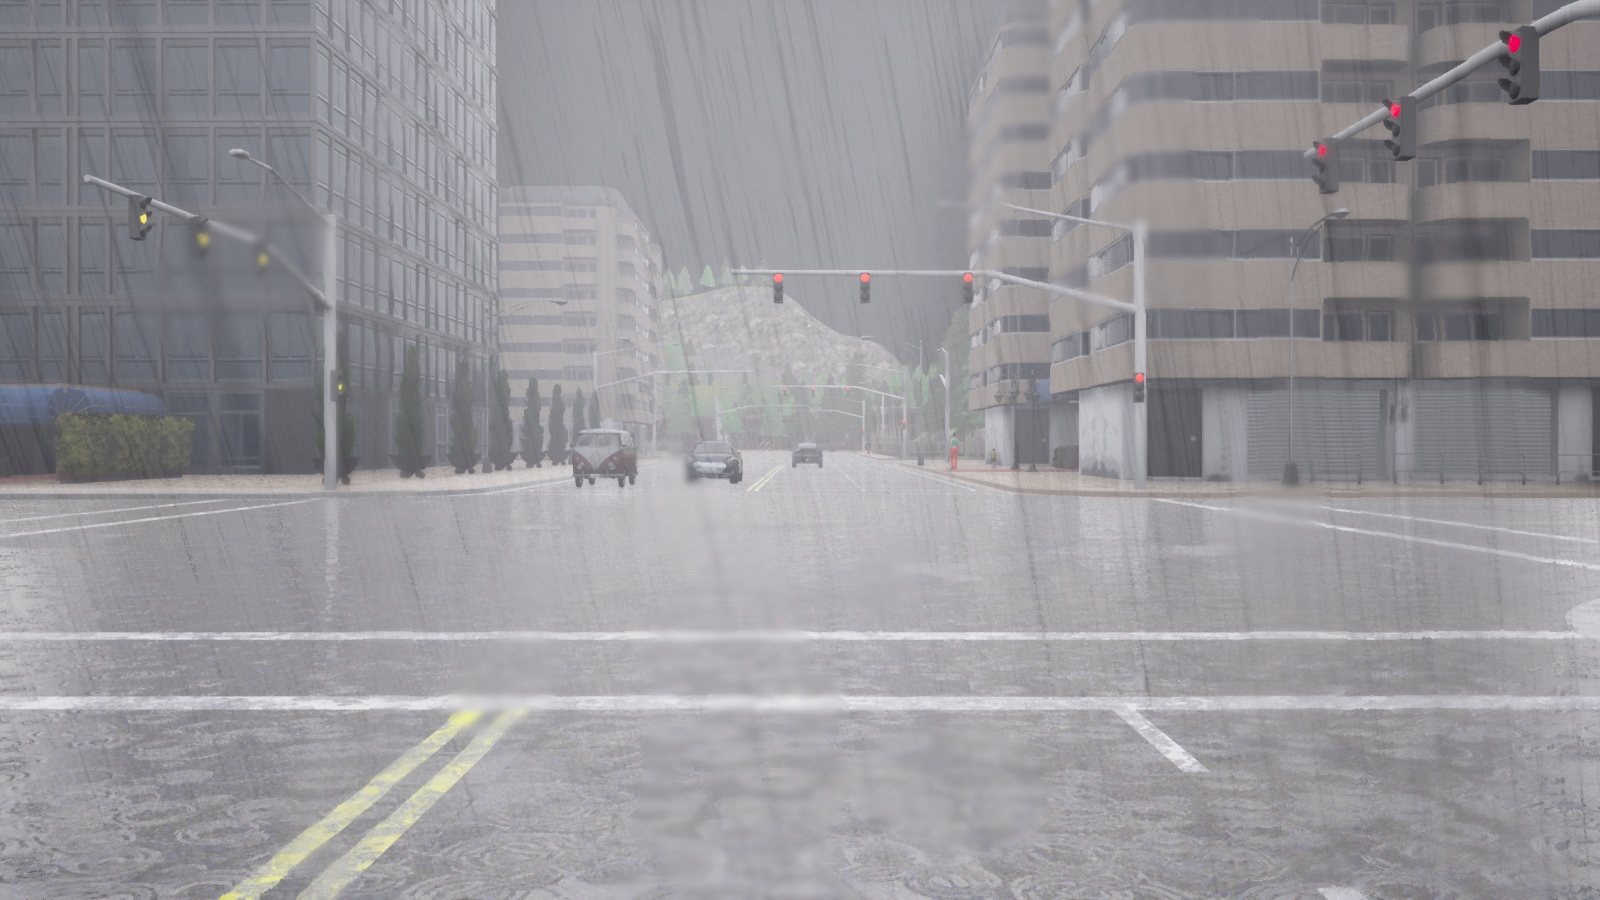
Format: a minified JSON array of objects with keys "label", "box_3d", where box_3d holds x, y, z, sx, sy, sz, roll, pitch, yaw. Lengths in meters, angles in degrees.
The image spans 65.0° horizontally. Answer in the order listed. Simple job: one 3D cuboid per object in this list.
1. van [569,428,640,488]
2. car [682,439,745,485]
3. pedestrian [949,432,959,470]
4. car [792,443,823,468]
[{"label":"van","box_3d":[-6.735,0.247,43.655,1.775,1.987,4.442,0,0,0]},{"label":"car","box_3d":[-3.212,0.405,47.640,2.033,1.649,4.856,0,0,0]},{"label":"pedestrian","box_3d":[7.541,0.052,61.403,0.345,1.836,0.594,0,0,-5]},{"label":"car","box_3d":[0.453,0.319,76.675,1.837,1.490,4.892,0,0,0]}]
